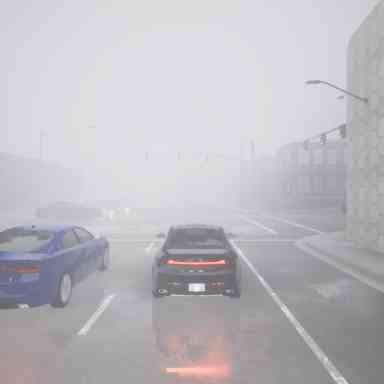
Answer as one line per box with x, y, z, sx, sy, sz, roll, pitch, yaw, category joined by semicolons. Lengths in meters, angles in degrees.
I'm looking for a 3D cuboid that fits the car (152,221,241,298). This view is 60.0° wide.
0.104;1.505;8.525;1.837;1.490;4.892;0;0;0;car

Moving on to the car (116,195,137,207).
-10.434;1.599;52.367;1.895;1.301;4.718;0;0;0;car

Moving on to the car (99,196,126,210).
-10.478;1.601;43.206;1.895;1.301;4.718;0;0;3;car

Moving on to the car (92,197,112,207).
-13.936;1.526;51.725;1.812;1.442;4.674;0;0;0;car

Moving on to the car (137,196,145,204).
-10.349;1.526;64.709;1.812;1.442;4.674;0;0;1;car

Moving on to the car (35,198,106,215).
-9.691;1.477;26.383;5.008;1.535;1.882;0;1;-23;car

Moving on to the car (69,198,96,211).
-13.970;1.526;42.625;1.812;1.442;4.674;0;0;1;car

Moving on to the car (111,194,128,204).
-13.856;1.351;63.722;2.097;1.767;4.553;0;0;1;car

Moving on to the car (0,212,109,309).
-3.401;1.478;7.979;1.882;1.535;5.008;0;0;0;car

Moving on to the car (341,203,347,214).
14.997;1.015;27.568;5.008;1.535;1.882;-5;0;0;car
